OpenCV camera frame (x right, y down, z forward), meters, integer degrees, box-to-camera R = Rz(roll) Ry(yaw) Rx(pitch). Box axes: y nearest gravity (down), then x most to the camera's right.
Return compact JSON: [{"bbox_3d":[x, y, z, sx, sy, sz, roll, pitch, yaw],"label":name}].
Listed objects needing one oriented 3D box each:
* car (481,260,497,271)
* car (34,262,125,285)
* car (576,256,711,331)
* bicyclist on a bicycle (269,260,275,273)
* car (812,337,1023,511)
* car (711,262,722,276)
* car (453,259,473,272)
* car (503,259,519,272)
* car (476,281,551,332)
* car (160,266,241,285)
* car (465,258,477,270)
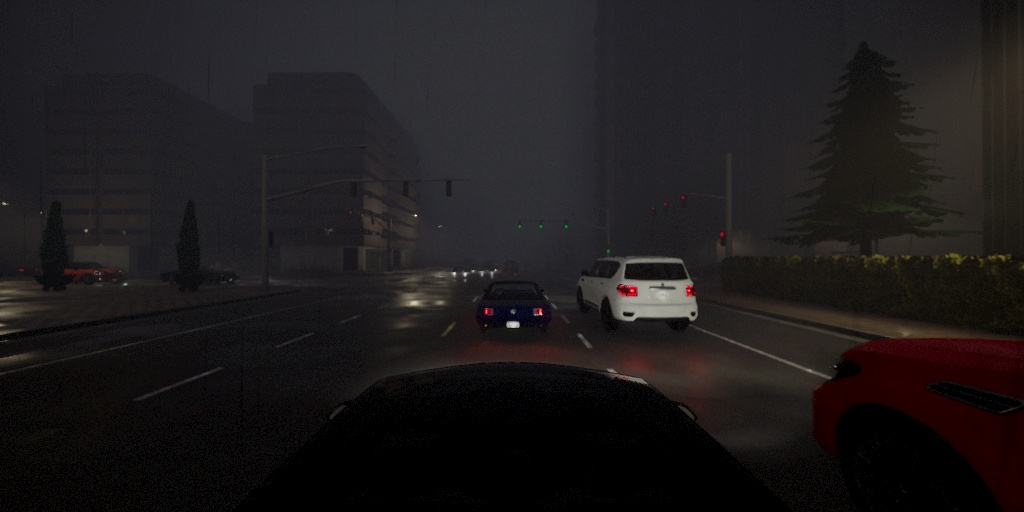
[{"bbox_3d":[-3.672,1.556,55.158,1.837,1.490,4.892,0,0,0],"label":"car"},{"bbox_3d":[-32.240,1.246,27.069,4.553,1.767,2.097,0,0,0],"label":"car"},{"bbox_3d":[3.573,1.027,11.352,2.150,2.045,5.566,0,0,-1],"label":"car"},{"bbox_3d":[-28.695,1.282,42.521,0.582,1.620,1.656,0,0,0],"label":"bicyclist on a bicycle"},{"bbox_3d":[3.601,0.965,0.622,2.150,2.045,5.566,0,0,0],"label":"car"},{"bbox_3d":[20.824,1.428,37.312,5.008,1.535,1.882,0,0,1],"label":"car"},{"bbox_3d":[-7.152,1.555,51.246,1.812,1.442,4.674,0,0,0],"label":"car"},{"bbox_3d":[-0.163,1.381,51.234,2.097,1.767,4.553,0,0,2],"label":"car"},{"bbox_3d":[0.050,1.403,11.002,1.895,1.301,4.718,0,0,0],"label":"car"},{"bbox_3d":[-23.353,1.494,26.991,4.718,1.301,1.895,0,0,0],"label":"car"},{"bbox_3d":[-7.162,1.306,60.945,2.150,2.045,5.566,0,0,0],"label":"car"}]
